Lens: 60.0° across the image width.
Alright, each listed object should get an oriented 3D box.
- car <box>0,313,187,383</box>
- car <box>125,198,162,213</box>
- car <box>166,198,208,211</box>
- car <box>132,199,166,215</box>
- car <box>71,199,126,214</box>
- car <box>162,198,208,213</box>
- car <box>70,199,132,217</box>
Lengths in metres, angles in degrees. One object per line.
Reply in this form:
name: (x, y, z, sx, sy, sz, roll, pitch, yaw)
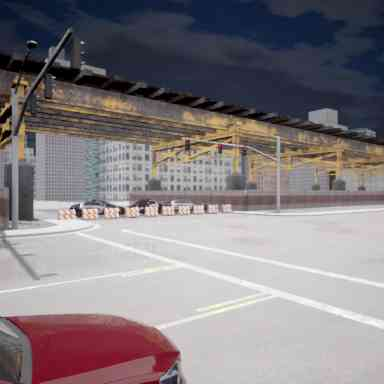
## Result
car: (-2.195, 1.526, 2.201, 4.674, 1.442, 1.812, 0, 0, -35)
car: (-4.687, 1.295, 33.102, 1.853, 1.218, 4.536, 0, 0, 18)
car: (-0.855, 1.295, 36.817, 4.536, 1.218, 1.853, 0, 0, -7)
car: (-4.703, 1.453, 33.052, 2.038, 1.542, 4.974, 0, 0, 18)
car: (-8.491, 1.295, 30.363, 4.536, 1.218, 1.853, 0, 0, 8)
car: (-0.804, 1.453, 36.824, 4.974, 1.542, 2.038, 0, 0, -7)
car: (-8.440, 1.453, 30.356, 4.974, 1.542, 2.038, 0, 0, 8)
